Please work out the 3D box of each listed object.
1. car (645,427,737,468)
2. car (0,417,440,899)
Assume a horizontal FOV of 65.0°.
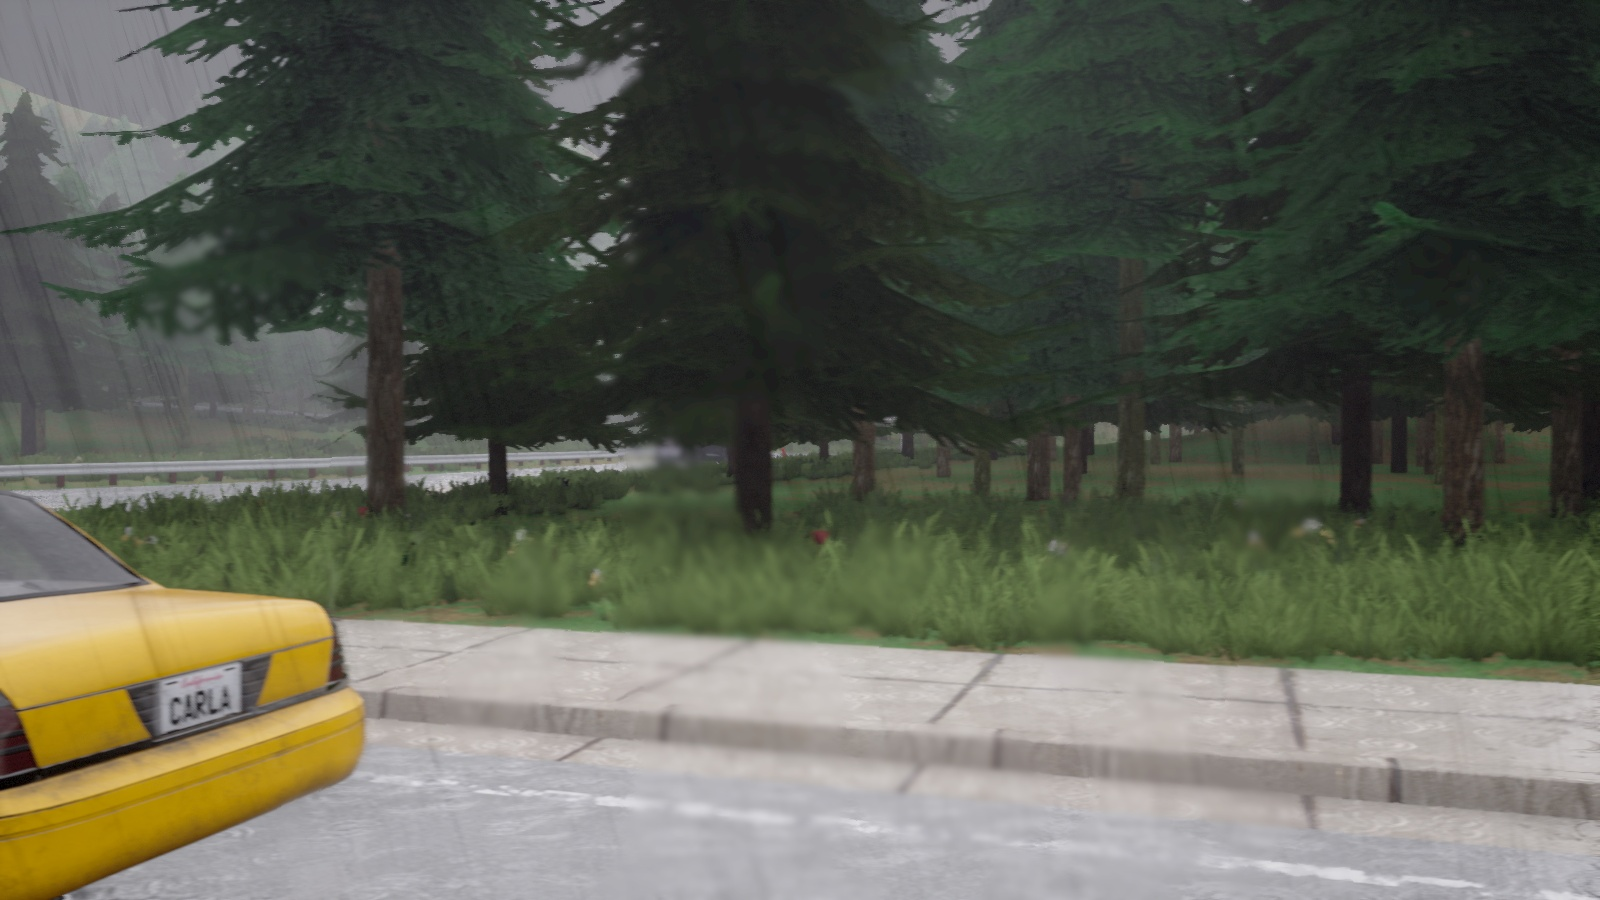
[{"bbox_3d":[-4.564,-0.140,53.258,2.033,1.649,4.856,1,1,20],"label":"car"},{"bbox_3d":[-4.148,0.676,4.590,5.366,1.575,1.801,1,1,19],"label":"car"}]
